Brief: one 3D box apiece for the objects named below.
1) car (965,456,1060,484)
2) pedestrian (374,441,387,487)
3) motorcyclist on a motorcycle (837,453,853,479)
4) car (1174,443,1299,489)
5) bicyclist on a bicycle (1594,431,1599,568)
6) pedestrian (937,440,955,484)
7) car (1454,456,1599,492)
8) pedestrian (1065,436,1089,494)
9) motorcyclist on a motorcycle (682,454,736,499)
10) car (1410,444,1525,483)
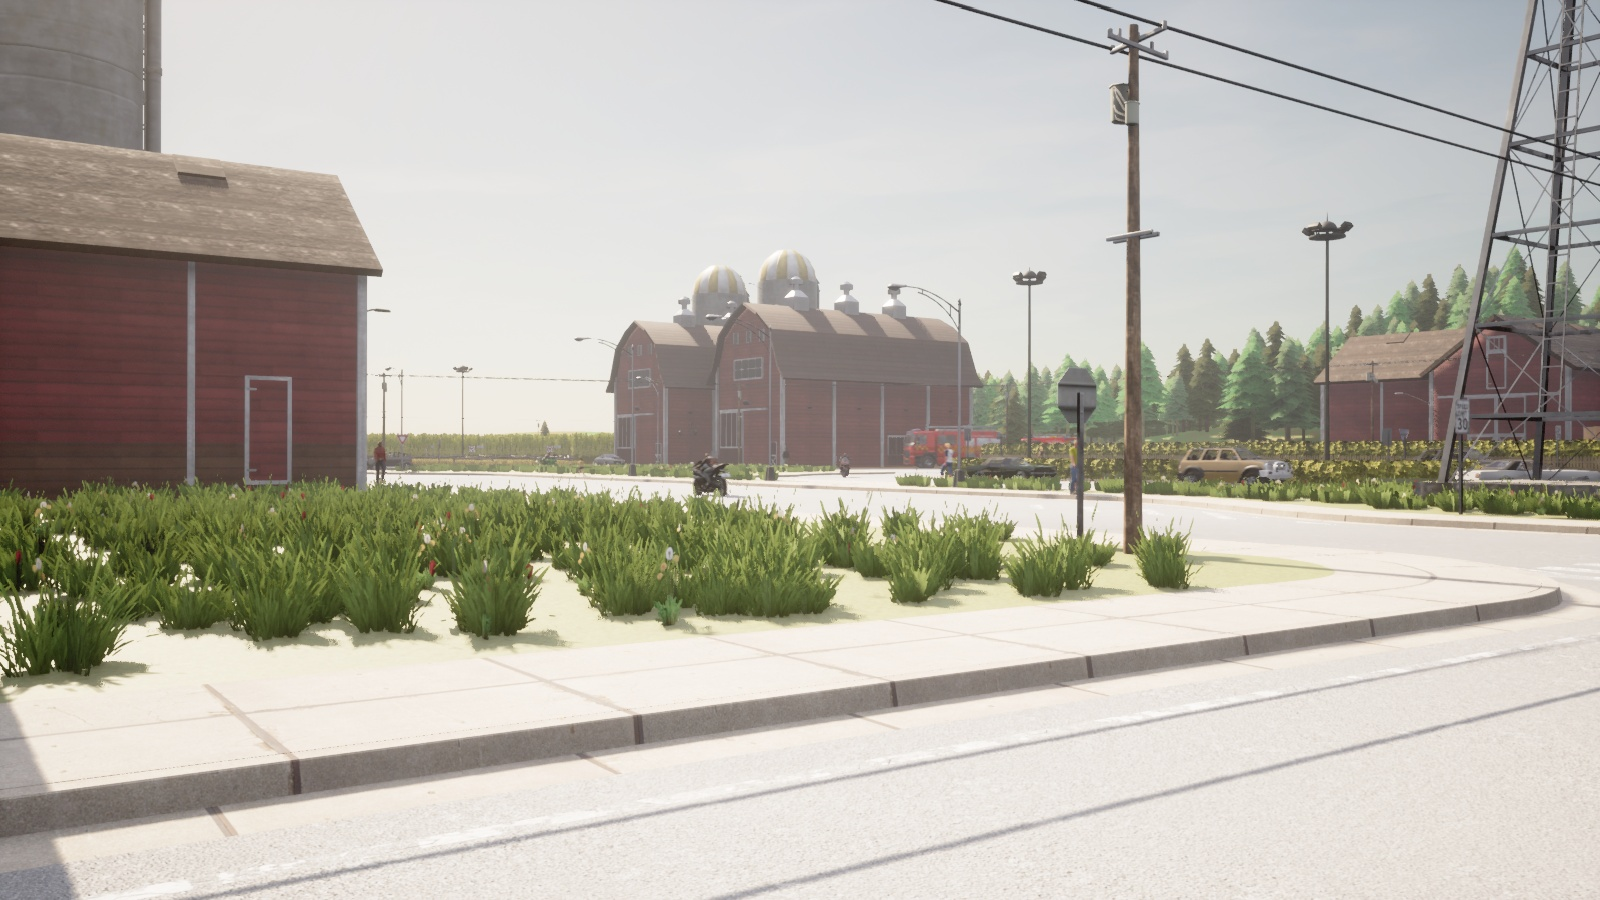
[{"bbox_3d":[10.583,0.976,62.774,1.895,1.301,4.718,0,0,-36],"label":"car"},{"bbox_3d":[-16.730,0.558,50.114,0.331,1.846,0.636,0,0,-34],"label":"pedestrian"},{"bbox_3d":[2.716,0.960,76.294,0.866,1.530,2.191,1,0,-1],"label":"motorcyclist on a motorcycle"},{"bbox_3d":[18.113,0.652,52.284,1.932,1.855,4.605,0,0,-37],"label":"car"},{"bbox_3d":[10.774,0.631,15.461,0.659,1.776,1.843,-1,0,-5],"label":"bicyclist on a bicycle"},{"bbox_3d":[6.219,0.517,53.411,0.354,1.836,0.706,0,0,-39],"label":"pedestrian"},{"bbox_3d":[27.781,0.903,47.827,4.718,1.301,1.895,0,0,0],"label":"car"},{"bbox_3d":[8.970,0.480,40.618,0.354,1.836,0.706,0,0,-33],"label":"pedestrian"},{"bbox_3d":[-3.165,0.893,43.498,0.866,1.530,2.191,0,0,-36],"label":"motorcyclist on a motorcycle"},{"bbox_3d":[32.645,0.642,61.512,1.932,1.855,4.605,0,0,-35],"label":"car"}]
